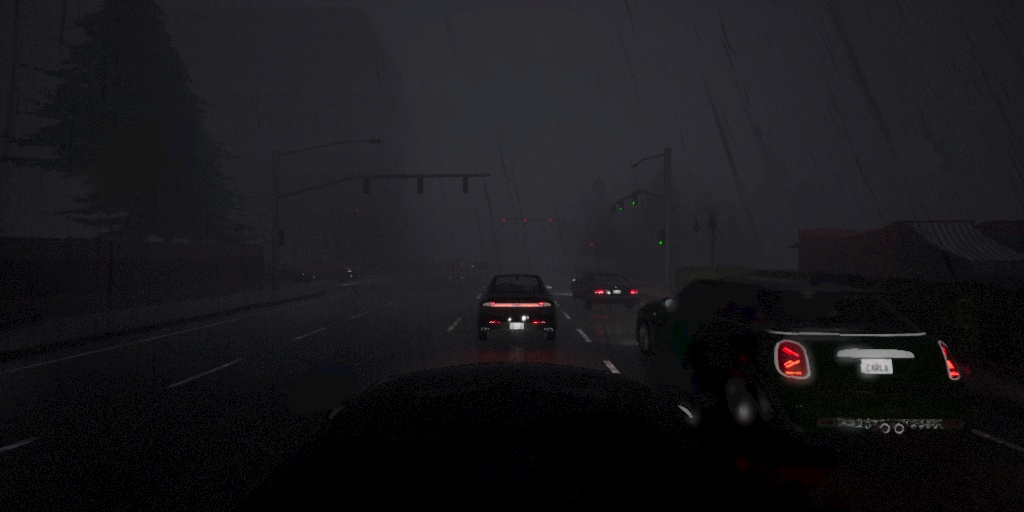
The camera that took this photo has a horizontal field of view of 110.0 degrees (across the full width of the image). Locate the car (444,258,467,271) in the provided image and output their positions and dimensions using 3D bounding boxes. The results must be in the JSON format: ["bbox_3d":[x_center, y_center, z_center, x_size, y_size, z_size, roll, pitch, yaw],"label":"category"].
[{"bbox_3d":[-7.624,1.102,47.906,2.097,1.767,4.553,0,0,-12],"label":"car"}]

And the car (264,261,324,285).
[{"bbox_3d":[-16.890,1.297,26.183,4.902,1.511,2.128,0,0,1],"label":"car"}]

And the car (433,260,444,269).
[{"bbox_3d":[-10.642,1.351,57.510,1.895,1.301,4.718,0,0,-28],"label":"car"}]

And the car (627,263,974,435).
[{"bbox_3d":[3.630,1.104,5.675,2.097,1.767,4.553,0,0,0],"label":"car"}]

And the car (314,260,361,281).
[{"bbox_3d":[-14.961,1.157,29.660,4.553,1.767,2.097,0,0,1],"label":"car"}]

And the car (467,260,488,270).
[{"bbox_3d":[-4.714,1.314,51.535,1.994,1.385,4.181,0,0,-18],"label":"car"}]

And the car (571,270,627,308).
[{"bbox_3d":[3.707,1.297,15.050,2.033,1.411,5.357,0,0,1],"label":"car"}]

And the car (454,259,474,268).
[{"bbox_3d":[-8.081,1.275,60.076,1.812,1.442,4.674,0,0,-29],"label":"car"}]

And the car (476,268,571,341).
[{"bbox_3d":[0.135,1.242,9.873,2.128,1.511,4.902,0,0,1],"label":"car"}]
